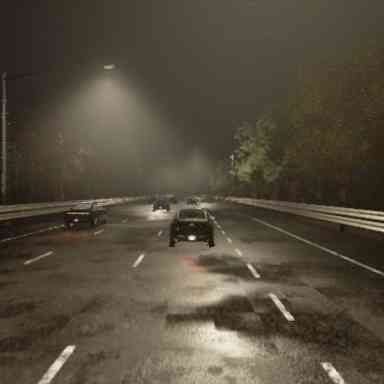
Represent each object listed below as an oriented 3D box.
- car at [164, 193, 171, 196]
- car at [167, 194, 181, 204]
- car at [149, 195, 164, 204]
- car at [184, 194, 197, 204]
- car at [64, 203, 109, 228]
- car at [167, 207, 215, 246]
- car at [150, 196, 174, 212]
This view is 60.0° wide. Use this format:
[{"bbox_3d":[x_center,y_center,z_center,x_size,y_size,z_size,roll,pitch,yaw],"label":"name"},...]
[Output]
[{"bbox_3d":[-7.019,1.437,80.741,2.097,1.767,4.553,0,0,0],"label":"car"},{"bbox_3d":[-3.515,1.581,63.027,1.812,1.442,4.674,0,0,0],"label":"car"},{"bbox_3d":[-7.014,1.561,63.081,1.837,1.490,4.892,0,0,0],"label":"car"},{"bbox_3d":[-0.015,1.602,62.938,2.033,1.411,5.357,0,0,0],"label":"car"},{"bbox_3d":[-7.006,1.507,22.591,2.128,1.511,4.902,0,0,0],"label":"car"},{"bbox_3d":[-0.003,1.517,15.264,1.837,1.490,4.892,0,0,0],"label":"car"},{"bbox_3d":[-3.511,1.556,39.630,1.812,1.442,4.674,0,0,0],"label":"car"}]
